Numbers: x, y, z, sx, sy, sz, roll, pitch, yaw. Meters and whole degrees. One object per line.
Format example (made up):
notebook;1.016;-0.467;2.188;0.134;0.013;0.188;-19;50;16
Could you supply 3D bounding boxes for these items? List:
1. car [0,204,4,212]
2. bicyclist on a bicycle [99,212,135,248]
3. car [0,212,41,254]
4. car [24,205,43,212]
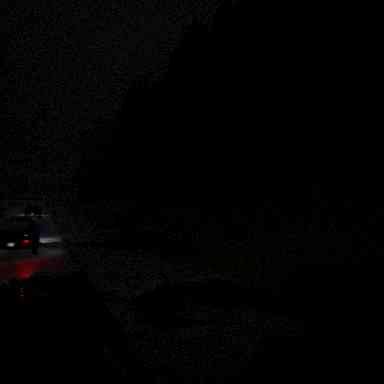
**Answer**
car;-22.408;2.003;37.221;2.097;1.767;4.553;2;-2;-24
bicyclist on a bicycle;-3.424;1.759;15.361;1.656;1.620;0.582;2;-2;-24
car;-7.705;1.813;14.571;1.812;1.442;4.674;2;-2;-24
car;-19.771;2.346;41.372;1.837;1.490;4.892;2;-2;-24
